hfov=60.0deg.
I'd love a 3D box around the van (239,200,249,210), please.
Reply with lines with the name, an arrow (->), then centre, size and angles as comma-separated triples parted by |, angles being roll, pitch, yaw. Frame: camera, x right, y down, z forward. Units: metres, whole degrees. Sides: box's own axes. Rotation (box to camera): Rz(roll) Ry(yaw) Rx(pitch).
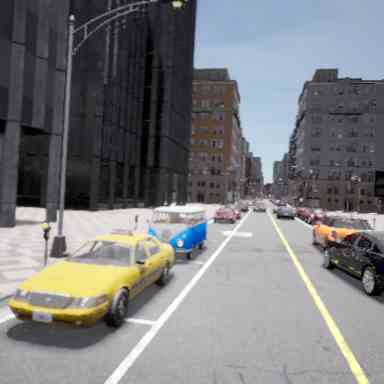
van -> 9.810, 2.398, 62.516 | 1.690, 1.788, 3.998 | 3, 0, 12

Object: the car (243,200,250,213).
car -> 7.517, 2.414, 51.467 | 1.947, 1.339, 4.313 | 3, 0, 12

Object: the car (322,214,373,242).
car -> 10.150, 2.297, 22.103 | 2.008, 1.369, 4.403 | 3, -1, 12

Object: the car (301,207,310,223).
car -> 12.436, 2.399, 33.148 | 1.967, 1.590, 4.097 | 3, 0, 12

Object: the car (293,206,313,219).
car -> 14.710, 2.713, 44.191 | 1.887, 1.381, 4.507 | 3, 0, 12

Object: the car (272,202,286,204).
car -> 13.517, 2.767, 51.596 | 1.895, 1.301, 4.718 | 3, 0, 12

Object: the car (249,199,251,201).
car -> 8.670, 2.269, 56.992 | 2.192, 1.841, 5.009 | 3, 0, 12

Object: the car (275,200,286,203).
car -> 23.610, 3.240, 87.213 | 2.192, 1.841, 5.009 | 3, 0, 12

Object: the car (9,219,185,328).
car -> -1.638, 1.510, 7.120 | 1.752, 1.417, 4.829 | 3, -1, 12

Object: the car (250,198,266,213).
car -> 11.091, 2.413, 54.608 | 2.097, 1.767, 4.553 | 3, 0, 12

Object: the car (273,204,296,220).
car -> 11.075, 2.503, 39.500 | 1.994, 1.385, 4.181 | 3, 0, 12

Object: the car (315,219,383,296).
car -> 5.408, 1.860, 9.623 | 1.882, 1.535, 5.008 | 3, -1, 3

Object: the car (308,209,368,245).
car -> 6.992, 1.871, 15.488 | 2.097, 1.767, 4.553 | 3, -1, 12

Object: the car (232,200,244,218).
car -> 4.103, 1.974, 34.902 | 1.967, 1.590, 4.097 | 3, -1, 12

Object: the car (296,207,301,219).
car -> 13.569, 2.645, 38.669 | 1.802, 1.307, 4.206 | 3, 0, 12

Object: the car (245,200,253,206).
car -> 15.232, 3.022, 88.801 | 1.752, 1.417, 4.829 | 3, 0, 12

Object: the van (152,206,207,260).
van -> -0.453, 1.443, 12.812 | 1.690, 1.788, 3.998 | 3, -1, 12

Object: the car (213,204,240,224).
car -> 2.955, 2.010, 29.377 | 1.802, 1.307, 4.206 | 3, -1, 12
